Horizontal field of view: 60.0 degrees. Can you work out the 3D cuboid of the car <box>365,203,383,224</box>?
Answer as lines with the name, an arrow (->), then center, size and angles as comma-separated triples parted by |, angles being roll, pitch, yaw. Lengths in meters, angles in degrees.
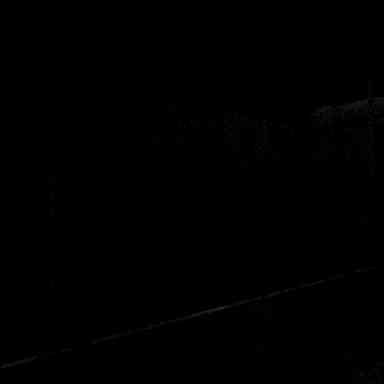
car -> 14.509, 1.486, 22.854 | 1.837, 1.490, 4.892 | 0, 0, -44
